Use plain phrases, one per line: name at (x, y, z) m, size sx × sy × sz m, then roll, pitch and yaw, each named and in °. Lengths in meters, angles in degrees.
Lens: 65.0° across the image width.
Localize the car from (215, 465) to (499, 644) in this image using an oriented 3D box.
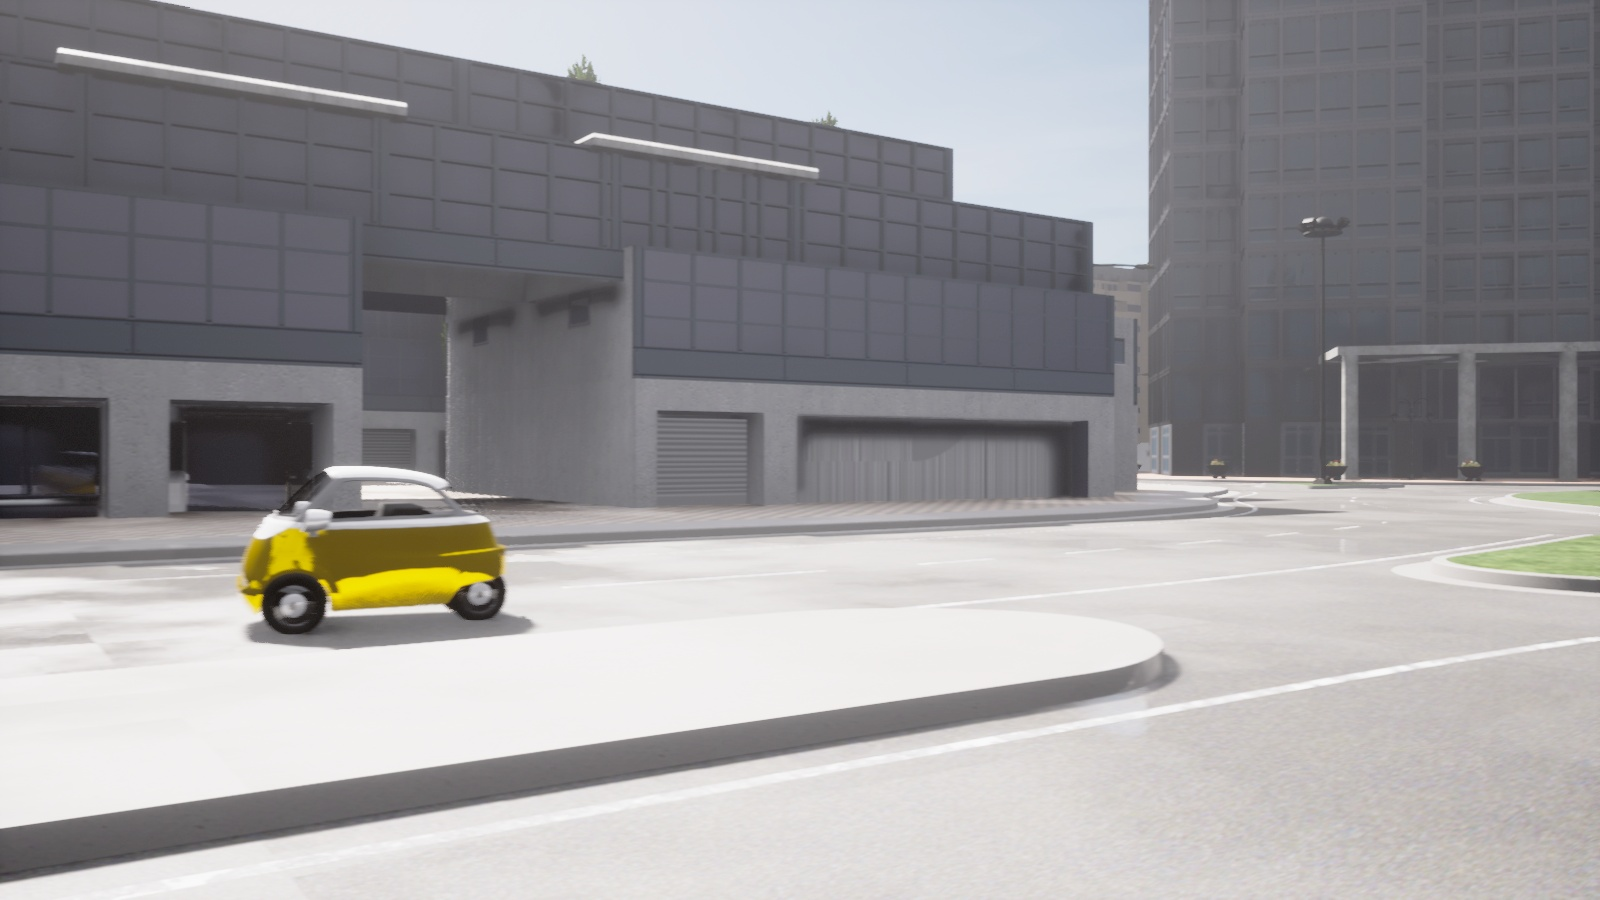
car at (-3.907, 0.835, 11.020) m, size 2.207 × 1.376 × 1.481 m, roll 0°, pitch 0°, yaw -25°
